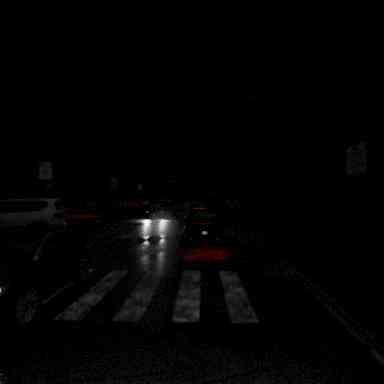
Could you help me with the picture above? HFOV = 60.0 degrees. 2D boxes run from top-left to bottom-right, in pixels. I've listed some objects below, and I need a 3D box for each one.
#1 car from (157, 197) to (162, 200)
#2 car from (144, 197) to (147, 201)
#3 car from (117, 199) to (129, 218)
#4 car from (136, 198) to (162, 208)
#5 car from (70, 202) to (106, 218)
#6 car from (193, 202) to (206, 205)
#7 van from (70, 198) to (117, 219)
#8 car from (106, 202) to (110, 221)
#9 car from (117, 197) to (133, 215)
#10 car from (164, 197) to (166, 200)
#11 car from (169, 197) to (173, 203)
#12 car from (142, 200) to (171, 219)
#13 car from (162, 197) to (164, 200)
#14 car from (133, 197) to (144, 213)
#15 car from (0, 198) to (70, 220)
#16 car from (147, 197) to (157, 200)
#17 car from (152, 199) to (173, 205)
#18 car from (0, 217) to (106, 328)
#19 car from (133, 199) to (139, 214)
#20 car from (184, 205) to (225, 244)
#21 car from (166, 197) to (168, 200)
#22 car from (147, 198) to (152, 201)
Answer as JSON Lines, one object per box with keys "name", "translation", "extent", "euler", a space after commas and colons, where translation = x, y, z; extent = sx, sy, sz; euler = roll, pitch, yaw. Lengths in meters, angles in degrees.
{"name": "car", "translation": [-8.234, 2.047, 54.997], "extent": [5.366, 1.575, 1.946], "euler": [0, -1, -19]}
{"name": "car", "translation": [-8.548, 1.767, 42.930], "extent": [4.553, 1.767, 2.185], "euler": [0, 0, -19]}
{"name": "car", "translation": [-8.734, 1.747, 30.909], "extent": [5.008, 1.535, 2.097], "euler": [0, 0, -19]}
{"name": "car", "translation": [-8.313, 2.052, 63.932], "extent": [4.553, 1.767, 2.185], "euler": [0, -1, -19]}
{"name": "car", "translation": [-8.669, 1.638, 21.965], "extent": [5.366, 1.575, 1.946], "euler": [0, -1, -19]}
{"name": "car", "translation": [0.833, 1.919, 37.385], "extent": [1.837, 1.490, 4.892], "euler": [0, -1, 0]}
{"name": "van", "translation": [-8.888, 1.486, 27.868], "extent": [4.442, 1.987, 1.878], "euler": [0, 0, -19]}
{"name": "car", "translation": [-8.817, 1.716, 24.907], "extent": [4.674, 1.452, 2.002], "euler": [0, -1, -19]}
{"name": "car", "translation": [-8.736, 1.657, 33.914], "extent": [4.553, 1.767, 2.185], "euler": [0, -1, -19]}
{"name": "car", "translation": [-8.272, 2.096, 66.933], "extent": [4.553, 1.767, 2.185], "euler": [0, -1, -19]}
{"name": "car", "translation": [-8.071, 2.452, 81.940], "extent": [4.892, 1.521, 2.231], "euler": [0, -1, -19]}
{"name": "car", "translation": [-3.427, 1.850, 32.688], "extent": [1.812, 1.442, 4.674], "euler": [0, -1, 1]}
{"name": "car", "translation": [-8.353, 1.840, 57.960], "extent": [5.566, 2.045, 2.435], "euler": [0, -1, -19]}
{"name": "car", "translation": [-8.590, 1.730, 39.929], "extent": [4.553, 1.767, 2.185], "euler": [0, 0, -19]}
{"name": "car", "translation": [-8.926, 1.319, 15.877], "extent": [5.566, 2.045, 2.435], "euler": [0, 0, -19]}
{"name": "car", "translation": [-8.470, 1.718, 48.945], "extent": [5.566, 2.045, 2.435], "euler": [0, -1, -19]}
{"name": "car", "translation": [-7.832, 2.542, 88.004], "extent": [5.366, 1.575, 1.946], "euler": [0, -1, -19]}
{"name": "car", "translation": [-3.643, 1.516, 7.080], "extent": [2.128, 1.511, 4.902], "euler": [1, -1, 1]}
{"name": "car", "translation": [-8.664, 1.859, 36.920], "extent": [4.674, 1.452, 2.002], "euler": [0, -1, -19]}
{"name": "car", "translation": [0.595, 1.650, 16.934], "extent": [1.882, 1.535, 5.008], "euler": [0, -1, 1]}
{"name": "car", "translation": [-8.174, 2.295, 69.949], "extent": [4.792, 1.488, 2.163], "euler": [0, -1, -19]}
{"name": "car", "translation": [-8.512, 1.960, 45.942], "extent": [4.792, 1.488, 2.163], "euler": [0, -1, -19]}
